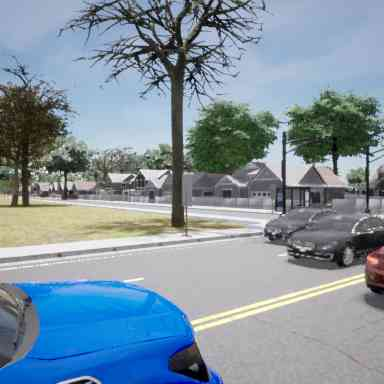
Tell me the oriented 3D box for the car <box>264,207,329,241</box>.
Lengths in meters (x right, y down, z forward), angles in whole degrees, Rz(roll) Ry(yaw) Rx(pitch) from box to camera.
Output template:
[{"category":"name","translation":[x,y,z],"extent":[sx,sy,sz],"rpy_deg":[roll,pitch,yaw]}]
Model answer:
[{"category":"car","translation":[5.430,1.503,15.504],"extent":[4.892,1.490,1.837],"rpy_deg":[0,0,-35]}]

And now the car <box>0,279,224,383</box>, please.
[{"category":"car","translation":[-2.406,1.222,1.725],"extent":[5.566,2.045,2.150],"rpy_deg":[0,0,-36]}]

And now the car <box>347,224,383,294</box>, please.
[{"category":"car","translation":[5.670,1.525,7.459],"extent":[4.674,1.442,1.812],"rpy_deg":[0,0,-36]}]

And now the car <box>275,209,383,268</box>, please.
[{"category":"car","translation":[5.304,1.504,11.430],"extent":[4.892,1.490,1.837],"rpy_deg":[0,0,-35]}]
